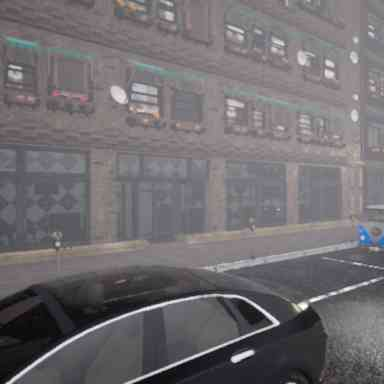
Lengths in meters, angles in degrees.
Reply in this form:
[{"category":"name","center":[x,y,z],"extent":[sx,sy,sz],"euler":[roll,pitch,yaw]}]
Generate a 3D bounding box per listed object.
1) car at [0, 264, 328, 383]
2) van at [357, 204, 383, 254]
[{"category":"car","center":[-0.854,1.503,2.755],"extent":[4.892,1.490,1.837],"euler":[0,0,-35]},{"category":"van","center":[7.586,1.311,11.969],"extent":[3.998,1.788,1.690],"euler":[0,0,-35]}]
